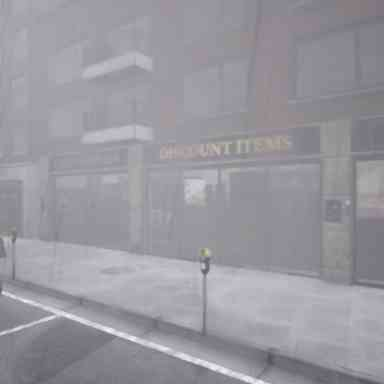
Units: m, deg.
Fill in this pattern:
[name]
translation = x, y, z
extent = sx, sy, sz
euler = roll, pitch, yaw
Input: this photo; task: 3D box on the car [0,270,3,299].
[car]
translation = -5.417, 1.618, 6.713
extent = 4.206, 1.307, 1.802
euler = 0, 0, 36
